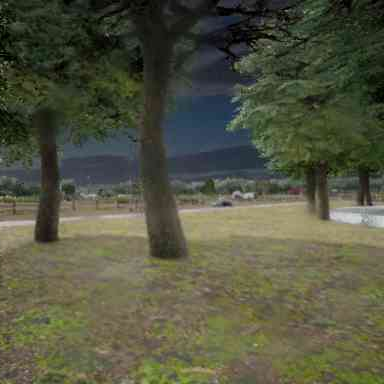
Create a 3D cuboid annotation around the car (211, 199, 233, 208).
[{"bbox_3d":[4.876,1.833,54.309,2.128,1.511,4.902,-3,-2,36],"label":"car"}]
